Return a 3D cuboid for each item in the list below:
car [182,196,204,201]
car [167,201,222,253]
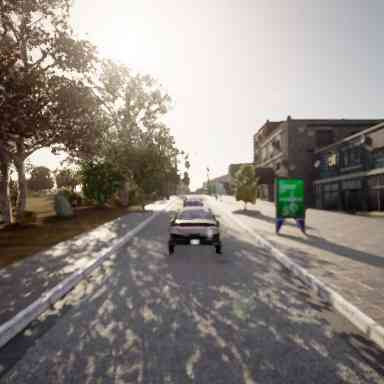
[{"bbox_3d":[0.094,1.076,30.078,1.812,1.442,4.674,0,1,0],"label":"car"},{"bbox_3d":[0.099,1.314,12.868,2.128,1.511,4.902,0,1,0],"label":"car"}]
